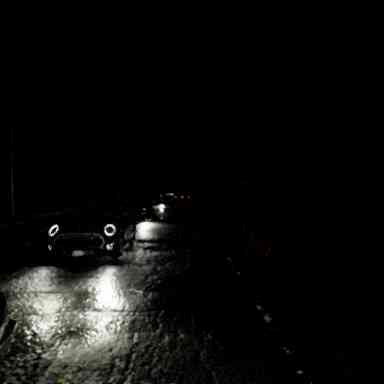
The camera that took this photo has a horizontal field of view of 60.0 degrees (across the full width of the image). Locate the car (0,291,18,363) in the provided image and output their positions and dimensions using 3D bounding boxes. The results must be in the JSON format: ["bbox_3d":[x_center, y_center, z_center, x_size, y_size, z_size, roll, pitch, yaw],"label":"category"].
[{"bbox_3d":[-2.856,1.509,1.491,2.033,1.411,5.357,0,2,-2],"label":"car"}]

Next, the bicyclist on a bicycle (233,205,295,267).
[{"bbox_3d":[1.879,1.176,8.730,1.656,1.620,0.582,-1,2,-2],"label":"bicyclist on a bicycle"}]

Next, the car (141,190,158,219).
[{"bbox_3d":[-3.520,0.871,21.667,1.837,1.490,4.892,0,2,-2],"label":"car"}]

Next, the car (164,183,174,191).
[{"bbox_3d":[-4.940,-0.936,69.157,2.150,2.045,5.566,0,2,-2],"label":"car"}]

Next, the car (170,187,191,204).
[{"bbox_3d":[-1.040,0.487,35.841,2.033,1.411,5.357,0,2,-2],"label":"car"}]

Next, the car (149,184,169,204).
[{"bbox_3d":[-3.900,0.315,35.346,2.097,1.767,4.553,0,2,-1],"label":"car"}]

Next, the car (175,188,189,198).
[{"bbox_3d":[-1.451,0.162,48.795,1.895,1.301,4.718,0,2,-2],"label":"car"}]

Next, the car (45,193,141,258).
[{"bbox_3d":[-3.183,1.024,11.299,2.097,1.767,4.553,0,2,-2],"label":"car"}]
